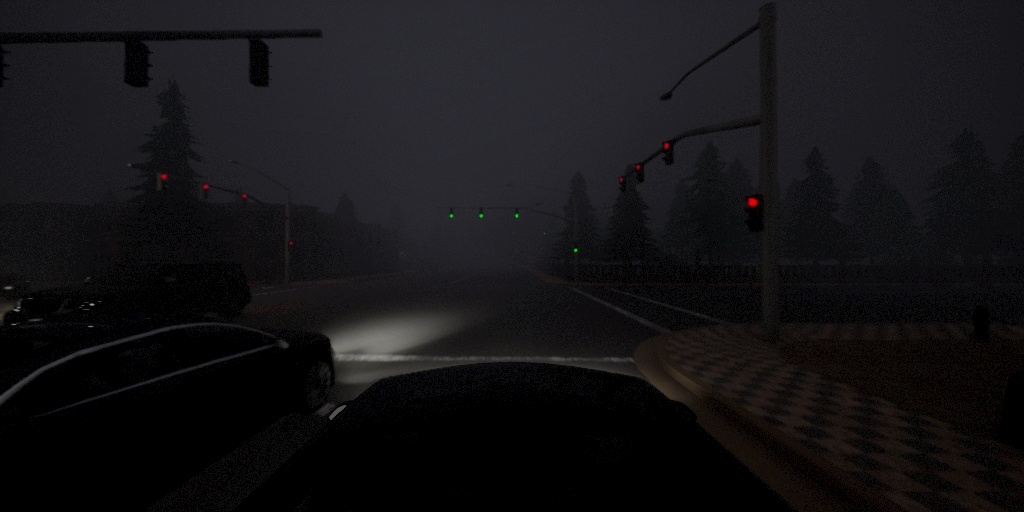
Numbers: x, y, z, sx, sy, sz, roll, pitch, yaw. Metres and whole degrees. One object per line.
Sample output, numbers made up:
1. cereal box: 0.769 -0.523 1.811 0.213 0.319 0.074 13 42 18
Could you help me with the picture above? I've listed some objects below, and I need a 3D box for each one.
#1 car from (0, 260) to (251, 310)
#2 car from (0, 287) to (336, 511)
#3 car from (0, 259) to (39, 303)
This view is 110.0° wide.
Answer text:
1. car: -10.500 1.142 10.674 2.150 2.045 5.566 0 -1 0
2. car: -3.413 1.259 3.180 2.128 1.511 4.902 0 -1 0
3. car: -26.527 1.150 16.894 5.566 2.045 2.150 0 -1 -1
